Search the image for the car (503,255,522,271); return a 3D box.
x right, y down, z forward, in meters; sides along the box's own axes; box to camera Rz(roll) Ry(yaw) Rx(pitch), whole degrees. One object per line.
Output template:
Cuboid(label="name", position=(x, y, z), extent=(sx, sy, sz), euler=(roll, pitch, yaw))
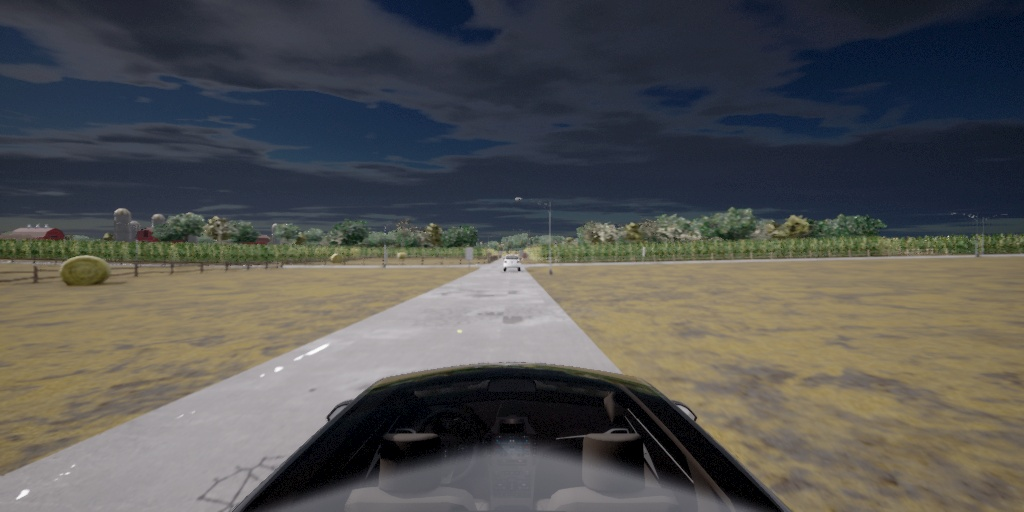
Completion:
Cuboid(label="car", position=(0.030, 0.866, 46.096), extent=(2.150, 2.045, 5.566), euler=(0, 0, 1))
